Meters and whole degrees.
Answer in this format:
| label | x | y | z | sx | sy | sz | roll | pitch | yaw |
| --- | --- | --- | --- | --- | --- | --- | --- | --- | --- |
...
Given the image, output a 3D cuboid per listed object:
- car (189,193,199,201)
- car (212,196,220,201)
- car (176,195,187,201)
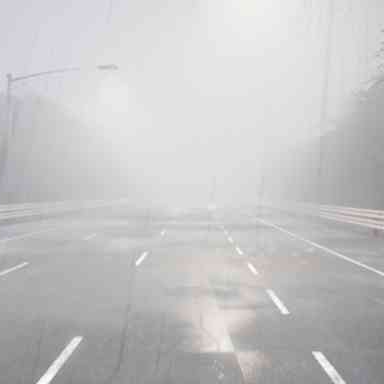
| label | x | y | z | sx | sy | sz | roll | pitch | yaw |
| --- | --- | --- | --- | --- | --- | --- | --- | --- | --- |
| car | 0.236 | 1.814 | 94.405 | 1.812 | 1.442 | 4.674 | 0 | 0 | 3 |
| car | 7.086 | 1.830 | 95.255 | 2.128 | 1.511 | 4.902 | 0 | 0 | 1 |
| car | -3.306 | 1.805 | 93.777 | 2.128 | 1.511 | 4.902 | 0 | 0 | 3 |
